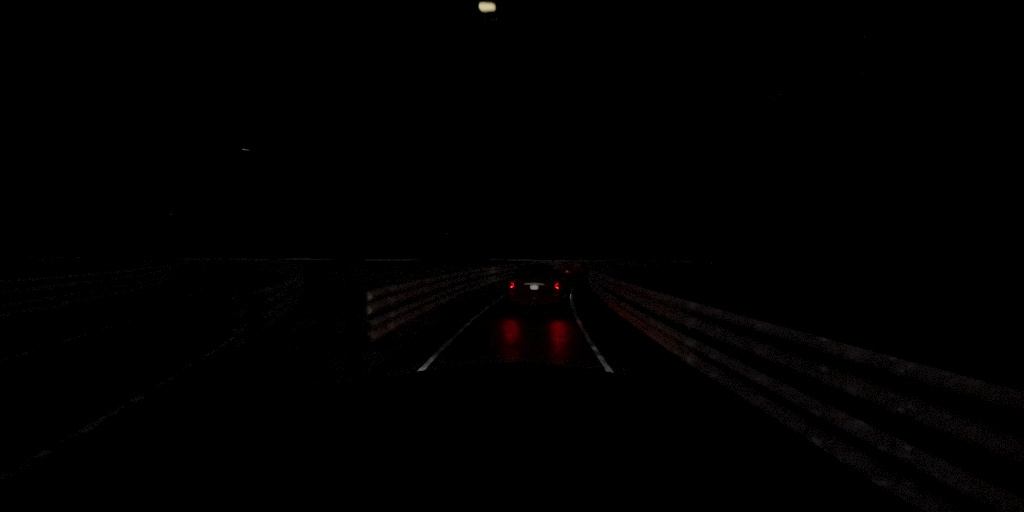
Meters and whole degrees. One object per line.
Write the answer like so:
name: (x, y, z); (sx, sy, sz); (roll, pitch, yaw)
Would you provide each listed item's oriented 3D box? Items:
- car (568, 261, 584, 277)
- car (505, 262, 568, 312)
car: (6.002, 1.290, 35.986); (1.882, 1.535, 5.008); (0, 0, 19)
car: (1.023, 1.114, 14.607); (2.097, 1.767, 4.553); (1, 0, 7)
